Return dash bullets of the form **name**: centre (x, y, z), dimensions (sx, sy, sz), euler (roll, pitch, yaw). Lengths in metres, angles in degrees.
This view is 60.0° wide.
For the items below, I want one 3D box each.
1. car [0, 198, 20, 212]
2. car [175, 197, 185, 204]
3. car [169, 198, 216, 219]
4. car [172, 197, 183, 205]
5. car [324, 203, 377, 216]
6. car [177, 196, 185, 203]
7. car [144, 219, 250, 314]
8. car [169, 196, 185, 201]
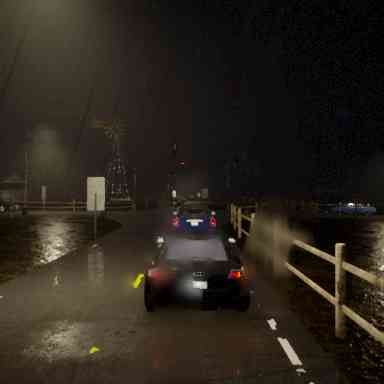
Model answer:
- **car**: centre (-20.281, 1.287, 34.043), dimensions (4.892, 1.490, 1.837), euler (1, -2, 0)
- **car**: centre (-2.685, 1.869, 75.188), dimensions (1.994, 1.385, 4.181), euler (0, 0, 0)
- **car**: centre (0.109, 1.378, 16.357), dimensions (2.097, 1.767, 4.553), euler (0, 0, 0)
- **car**: centre (-2.736, 1.723, 65.237), dimensions (1.882, 1.535, 5.008), euler (0, 0, 1)
- **car**: centre (17.879, 1.946, 37.640), dimensions (5.357, 1.411, 2.033), euler (1, -2, 0)
- **car**: centre (-2.673, 1.872, 85.317), dimensions (1.882, 1.535, 5.008), euler (0, 0, 0)
- **car**: centre (0.104, 1.572, 7.714), dimensions (1.994, 1.385, 4.181), euler (0, 0, 0)
- **car**: centre (-2.795, 1.674, 55.433), dimensions (2.128, 1.511, 4.902), euler (0, 0, 0)
